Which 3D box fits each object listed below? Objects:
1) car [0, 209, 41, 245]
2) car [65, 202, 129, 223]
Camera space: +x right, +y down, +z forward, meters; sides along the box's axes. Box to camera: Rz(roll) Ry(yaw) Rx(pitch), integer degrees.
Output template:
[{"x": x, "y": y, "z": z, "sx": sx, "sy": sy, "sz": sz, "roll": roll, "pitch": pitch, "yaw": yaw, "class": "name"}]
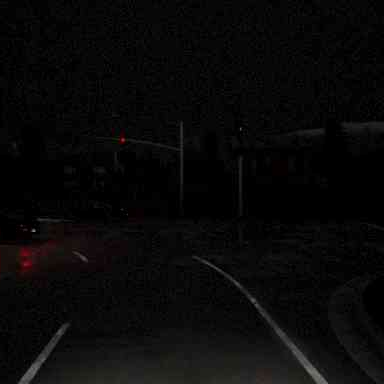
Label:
[{"x": -9.308, "y": 1.527, "z": 15.224, "sx": 4.674, "sy": 1.442, "sz": 1.812, "roll": 0, "pitch": 0, "yaw": 10, "class": "car"}, {"x": -7.288, "y": 1.493, "z": 25.530, "sx": 4.902, "sy": 1.511, "sz": 2.128, "roll": 0, "pitch": 0, "yaw": 10, "class": "car"}]
